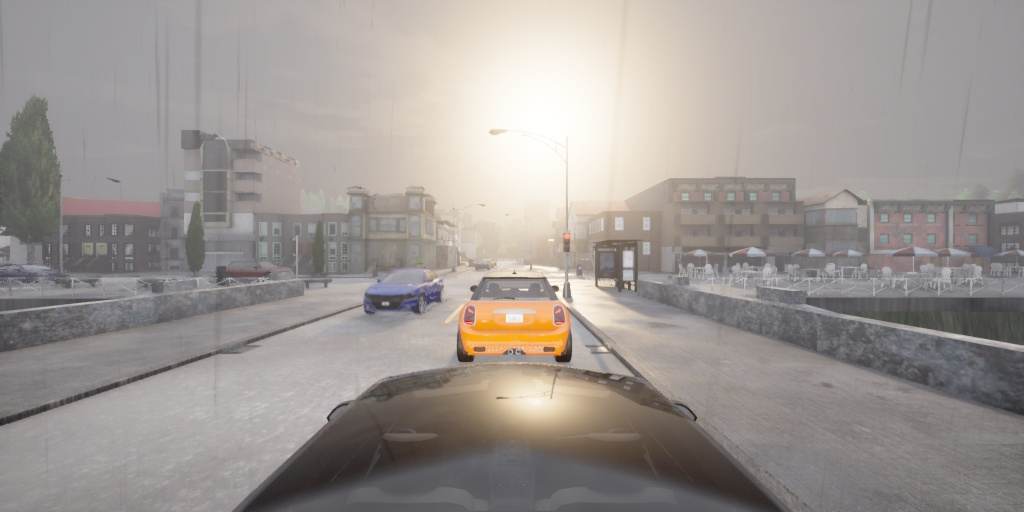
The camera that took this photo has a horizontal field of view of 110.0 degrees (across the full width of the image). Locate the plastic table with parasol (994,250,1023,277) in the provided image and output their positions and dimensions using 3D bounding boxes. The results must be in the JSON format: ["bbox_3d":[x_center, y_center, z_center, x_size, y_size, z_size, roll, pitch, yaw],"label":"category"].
[{"bbox_3d":[46.707,0.675,33.180,2.482,2.480,2.482,0,0,0],"label":"plastic table with parasol"}]

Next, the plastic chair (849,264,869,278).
[{"bbox_3d":[29.906,1.279,30.805,0.750,1.272,0.730,0,0,0],"label":"plastic chair"}]

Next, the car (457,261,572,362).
[{"bbox_3d":[0.062,1.102,8.353,2.097,1.767,4.553,0,0,1],"label":"car"}]

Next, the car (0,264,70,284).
[{"bbox_3d":[-35.365,1.275,26.177,4.674,1.442,1.812,0,0,0],"label":"car"}]

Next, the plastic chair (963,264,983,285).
[{"bbox_3d":[30.504,1.279,23.805,0.750,1.272,0.730,0,0,0],"label":"plastic chair"}]

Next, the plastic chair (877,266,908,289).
[{"bbox_3d":[22.603,1.279,21.308,0.730,1.272,0.750,0,0,0],"label":"plastic chair"}]

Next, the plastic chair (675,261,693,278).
[{"bbox_3d":[14.706,1.279,30.610,0.730,1.272,0.750,0,0,0],"label":"plastic chair"}]

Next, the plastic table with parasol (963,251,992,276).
[{"bbox_3d":[30.514,0.675,25.085,2.482,2.480,2.482,0,0,0],"label":"plastic table with parasol"}]

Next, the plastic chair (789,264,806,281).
[{"bbox_3d":[21.705,1.279,27.508,0.730,1.272,0.750,0,0,0],"label":"plastic chair"}]

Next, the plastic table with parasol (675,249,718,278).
[{"bbox_3d":[15.926,0.675,30.490,2.482,2.480,2.482,0,0,0],"label":"plastic table with parasol"}]

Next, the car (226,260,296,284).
[{"bbox_3d":[-18.407,1.102,26.161,4.553,1.767,2.097,0,0,0],"label":"car"}]

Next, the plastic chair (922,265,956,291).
[{"bbox_3d":[23.702,1.279,19.907,0.750,1.272,0.730,0,0,0],"label":"plastic chair"}]

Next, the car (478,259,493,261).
[{"bbox_3d":[-4.088,1.228,51.032,1.882,1.535,5.008,0,0,0],"label":"car"}]

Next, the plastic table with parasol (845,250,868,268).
[{"bbox_3d":[30.236,0.675,32.175,2.482,2.480,2.482,0,0,0],"label":"plastic table with parasol"}]

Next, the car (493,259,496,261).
[{"bbox_3d":[-4.068,1.228,60.682,1.882,1.535,5.008,0,0,0],"label":"car"}]

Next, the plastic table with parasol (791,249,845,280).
[{"bbox_3d":[22.905,0.675,27.458,2.482,2.480,2.482,0,0,0],"label":"plastic table with parasol"}]

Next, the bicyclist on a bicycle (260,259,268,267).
[{"bbox_3d":[-24.013,1.099,34.562,0.582,1.620,1.656,0,0,0],"label":"bicyclist on a bicycle"}]

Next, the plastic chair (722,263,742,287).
[{"bbox_3d":[13.903,1.279,22.811,0.730,1.272,0.750,0,0,0],"label":"plastic chair"}]

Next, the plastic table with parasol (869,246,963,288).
[{"bbox_3d":[23.803,0.675,21.257,2.482,2.480,2.482,0,0,0],"label":"plastic table with parasol"}]

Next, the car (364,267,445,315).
[{"bbox_3d":[-3.906,1.227,13.766,1.882,1.535,5.008,0,0,2],"label":"car"}]

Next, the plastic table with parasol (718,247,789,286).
[{"bbox_3d":[15.173,0.675,22.670,2.482,2.480,2.482,0,0,0],"label":"plastic table with parasol"}]

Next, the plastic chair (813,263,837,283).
[{"bbox_3d":[22.804,1.279,26.108,0.750,1.272,0.730,0,0,0],"label":"plastic chair"}]

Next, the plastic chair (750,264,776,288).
[{"bbox_3d":[15.003,1.279,21.410,0.750,1.272,0.730,0,0,0],"label":"plastic chair"}]

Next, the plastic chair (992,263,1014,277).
[{"bbox_3d":[45.507,1.279,33.301,0.730,1.272,0.750,0,0,0],"label":"plastic chair"}]

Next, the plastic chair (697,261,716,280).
[{"bbox_3d":[15.805,1.279,29.210,0.750,1.272,0.730,0,0,0],"label":"plastic chair"}]
